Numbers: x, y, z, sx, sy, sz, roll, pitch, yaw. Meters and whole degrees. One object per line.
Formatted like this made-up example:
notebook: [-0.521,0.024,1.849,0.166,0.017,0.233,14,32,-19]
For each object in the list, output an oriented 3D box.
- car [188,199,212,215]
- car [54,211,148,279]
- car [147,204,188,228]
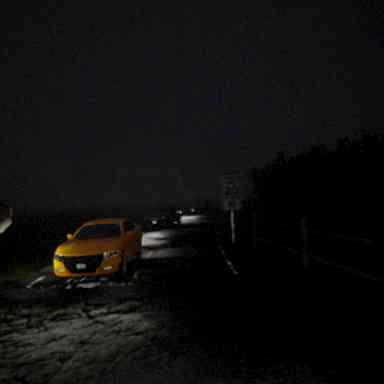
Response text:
car: [0.821,1.531,35.596,2.128,1.511,4.902,-3,0,18]
car: [-2.857,1.638,11.048,1.882,1.535,5.008,-3,0,0]
car: [-2.007,1.638,23.582,2.128,1.511,4.902,-3,0,9]
